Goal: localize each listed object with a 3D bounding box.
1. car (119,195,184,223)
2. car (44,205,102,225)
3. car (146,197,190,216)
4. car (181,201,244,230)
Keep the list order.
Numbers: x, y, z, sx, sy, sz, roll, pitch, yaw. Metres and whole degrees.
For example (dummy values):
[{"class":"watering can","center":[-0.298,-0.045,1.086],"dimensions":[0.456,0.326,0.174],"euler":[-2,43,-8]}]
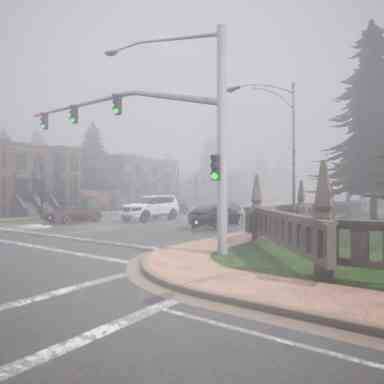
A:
[{"class":"car","center":[-3.304,1.285,26.779],"dimensions":[2.150,2.045,5.566],"euler":[0,0,35]},{"class":"car","center":[-8.854,1.639,25.000],"dimensions":[1.994,1.385,4.181],"euler":[0,0,35]},{"class":"car","center":[-2.405,1.428,34.043],"dimensions":[2.097,1.767,4.553],"euler":[0,0,36]},{"class":"car","center":[1.663,1.552,21.508],"dimensions":[1.837,1.490,4.892],"euler":[0,-1,35]}]
